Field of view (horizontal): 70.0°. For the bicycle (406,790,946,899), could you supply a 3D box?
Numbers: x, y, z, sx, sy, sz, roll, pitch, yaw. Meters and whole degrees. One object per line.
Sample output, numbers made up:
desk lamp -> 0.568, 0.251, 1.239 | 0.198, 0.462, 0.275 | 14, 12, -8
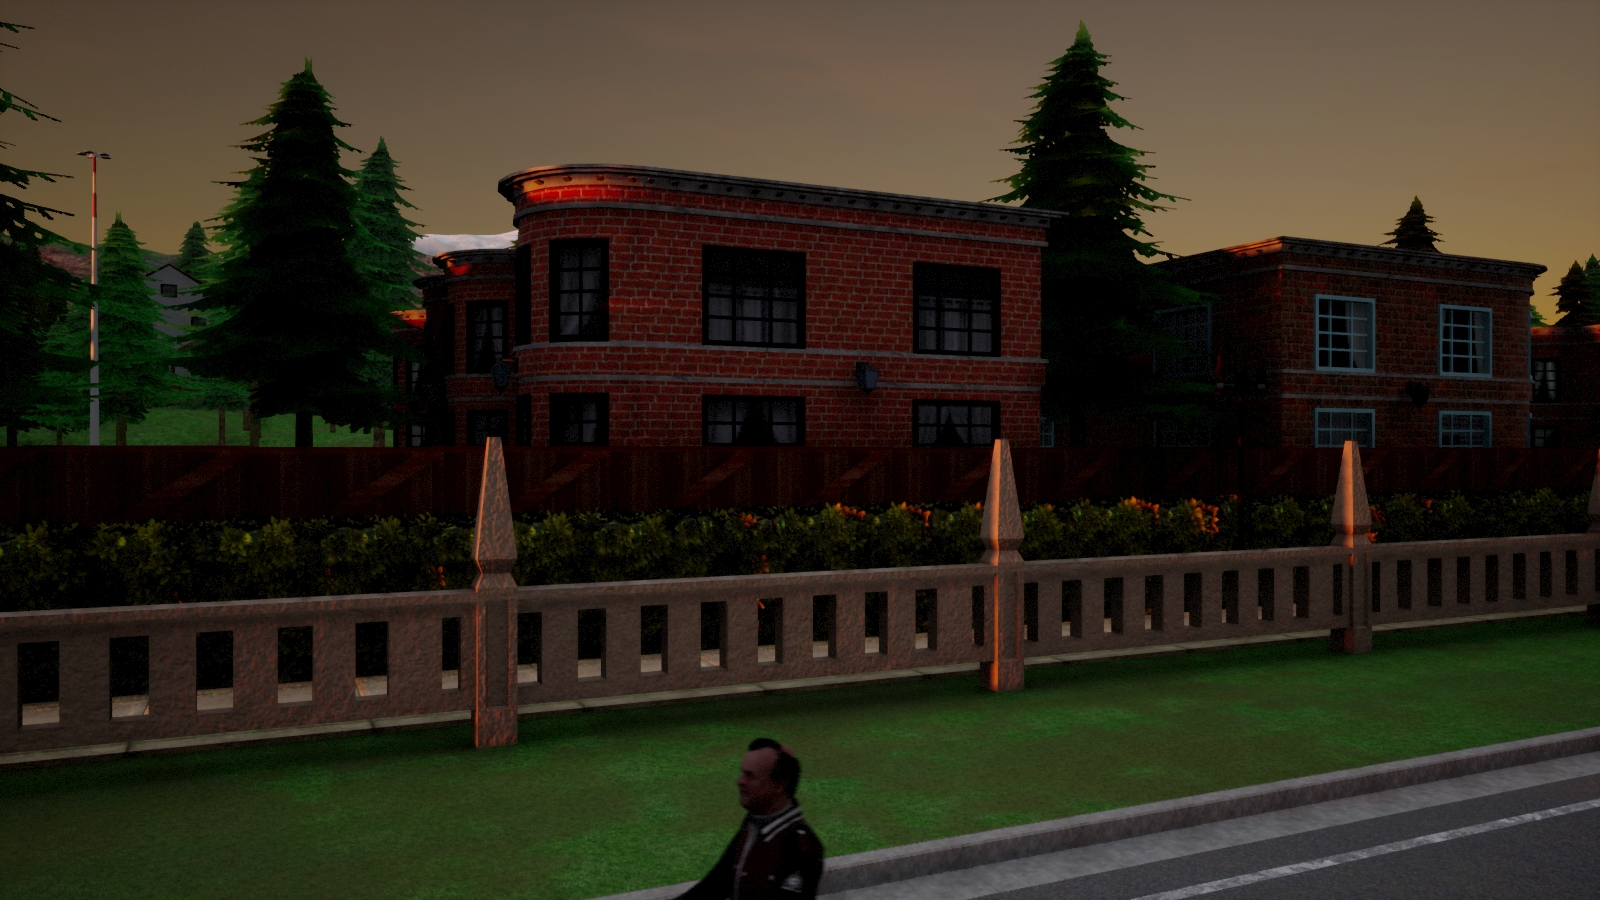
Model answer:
bicycle -> -0.373, 2.060, 3.923 | 1.835, 1.471, 0.329 | 0, 0, -25
